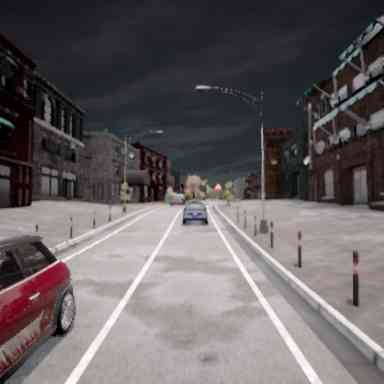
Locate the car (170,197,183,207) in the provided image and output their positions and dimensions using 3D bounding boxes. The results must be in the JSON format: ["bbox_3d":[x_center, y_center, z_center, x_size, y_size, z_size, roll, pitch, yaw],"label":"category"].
[{"bbox_3d":[-2.058,1.409,48.646,1.994,1.385,4.181,0,-1,5],"label":"car"}]

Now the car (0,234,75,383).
[{"bbox_3d":[-3.081,1.438,3.874,2.097,1.767,4.553,0,-1,0],"label":"car"}]

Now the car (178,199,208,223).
[{"bbox_3d":[0.242,1.500,25.016,2.033,1.411,5.357,0,1,1],"label":"car"}]
